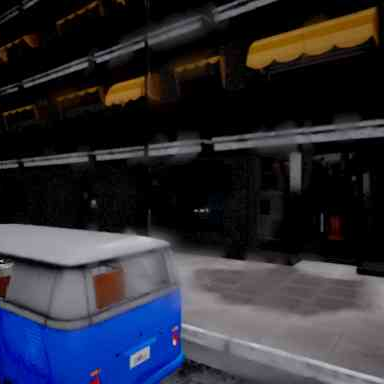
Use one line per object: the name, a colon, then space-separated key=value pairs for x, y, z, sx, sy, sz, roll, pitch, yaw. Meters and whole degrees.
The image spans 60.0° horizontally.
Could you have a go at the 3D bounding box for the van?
van: x=-2.012 y=1.375 z=4.300 sx=3.998 sy=1.788 sz=1.690 roll=-1 pitch=0 yaw=36
